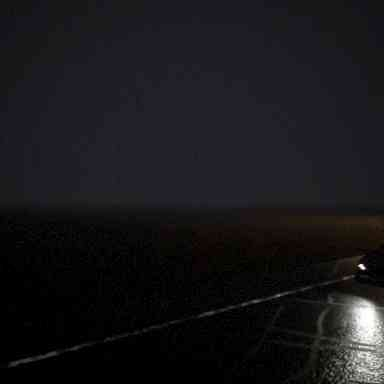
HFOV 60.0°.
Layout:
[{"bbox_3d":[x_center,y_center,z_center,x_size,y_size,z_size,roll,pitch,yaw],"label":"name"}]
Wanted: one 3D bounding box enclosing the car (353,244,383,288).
[{"bbox_3d":[6.373,1.641,8.542,5.357,1.411,2.033,1,0,-35],"label":"car"}]
